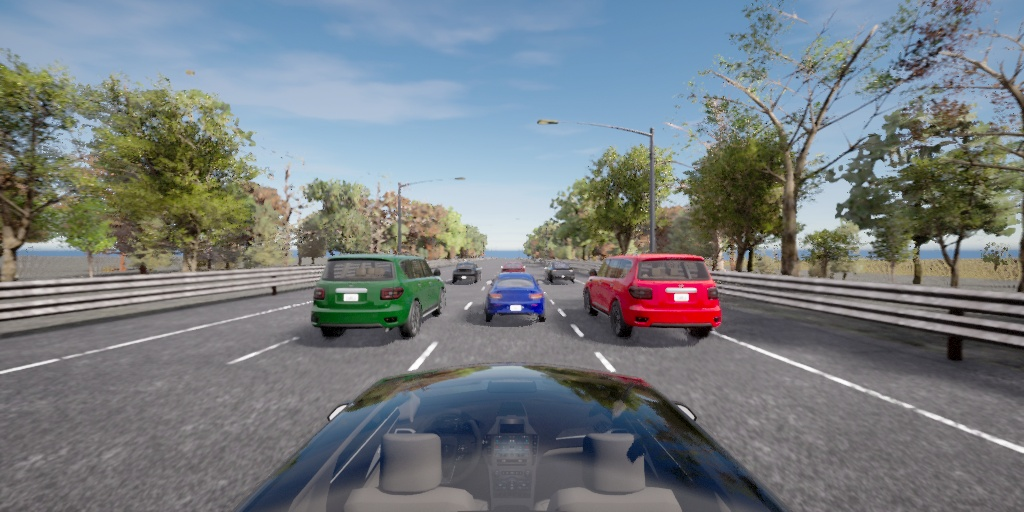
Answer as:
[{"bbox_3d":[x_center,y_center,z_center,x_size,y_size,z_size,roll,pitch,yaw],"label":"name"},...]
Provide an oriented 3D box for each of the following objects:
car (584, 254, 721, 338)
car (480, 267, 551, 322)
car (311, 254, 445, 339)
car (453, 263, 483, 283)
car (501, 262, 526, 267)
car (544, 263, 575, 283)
[{"bbox_3d":[3.601,0.973,10.300,2.150,2.045,5.566,0,0,0],"label":"car"},{"bbox_3d":[0.098,1.277,12.256,1.812,1.442,4.674,0,0,0],"label":"car"},{"bbox_3d":[-3.398,0.973,10.252,2.150,2.045,5.566,0,0,0],"label":"car"},{"bbox_3d":[-3.399,1.262,27.759,1.837,1.490,4.892,0,0,0],"label":"car"},{"bbox_3d":[0.101,1.236,29.234,1.882,1.535,5.008,0,0,0],"label":"car"},{"bbox_3d":[3.601,1.249,27.660,2.128,1.511,4.902,0,0,0],"label":"car"}]
